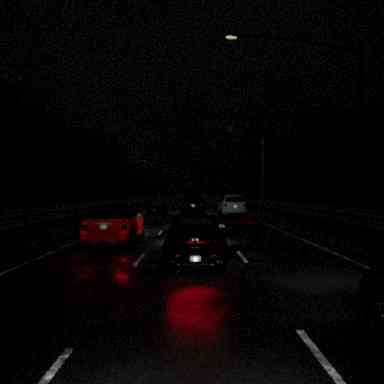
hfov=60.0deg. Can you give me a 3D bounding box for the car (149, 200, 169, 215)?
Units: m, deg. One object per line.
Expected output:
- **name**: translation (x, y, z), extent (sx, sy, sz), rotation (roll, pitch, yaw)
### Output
- **car**: translation (-3.405, 1.512, 32.842), extent (1.882, 1.535, 5.008), rotation (0, 0, 0)

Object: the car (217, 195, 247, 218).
- **car**: translation (3.595, 1.252, 30.327), extent (2.150, 2.045, 5.566), rotation (0, 0, 0)

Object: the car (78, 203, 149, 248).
- **car**: translation (-3.405, 1.363, 14.936), extent (2.097, 1.767, 4.553), rotation (0, 0, 0)

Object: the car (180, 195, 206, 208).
- **car**: translation (0.095, 1.252, 30.450), extent (2.150, 2.045, 5.566), rotation (0, 0, 0)

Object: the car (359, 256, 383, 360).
- **car**: translation (3.582, 1.225, 2.661), extent (2.150, 2.045, 5.566), rotation (0, 0, 0)

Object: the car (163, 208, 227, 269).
- **car**: translation (0.095, 1.513, 11.216), extent (1.837, 1.490, 4.892), rotation (0, 0, 0)
